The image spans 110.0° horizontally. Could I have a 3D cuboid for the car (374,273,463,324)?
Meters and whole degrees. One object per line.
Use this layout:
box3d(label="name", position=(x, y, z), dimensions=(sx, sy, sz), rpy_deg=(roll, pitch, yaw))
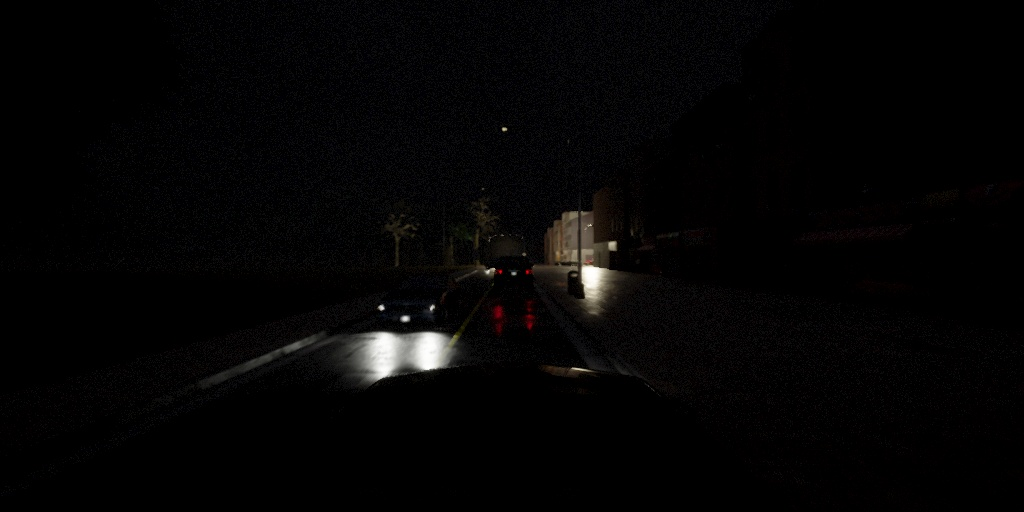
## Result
box3d(label="car", position=(-2.852, 1.306, 12.248), dimensions=(2.033, 1.411, 5.357), rpy_deg=(0, 0, 0))

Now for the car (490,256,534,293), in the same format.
box3d(label="car", position=(0.098, 1.000, 20.966), dimensions=(2.150, 2.045, 5.566), rpy_deg=(0, 0, 0))

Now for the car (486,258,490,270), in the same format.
box3d(label="car", position=(-2.757, 1.214, 55.184), dimensions=(2.150, 2.045, 5.566), rpy_deg=(0, -1, 0))
